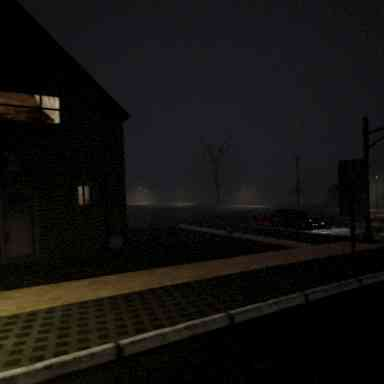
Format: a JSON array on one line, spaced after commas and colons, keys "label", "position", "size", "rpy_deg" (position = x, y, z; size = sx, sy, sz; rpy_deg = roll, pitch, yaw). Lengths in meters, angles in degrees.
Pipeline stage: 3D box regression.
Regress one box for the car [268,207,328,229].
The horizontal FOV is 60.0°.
[{"label": "car", "position": [7.919, 1.947, 25.312], "size": [1.837, 1.490, 4.892], "rpy_deg": [-3, 1, -30]}]
